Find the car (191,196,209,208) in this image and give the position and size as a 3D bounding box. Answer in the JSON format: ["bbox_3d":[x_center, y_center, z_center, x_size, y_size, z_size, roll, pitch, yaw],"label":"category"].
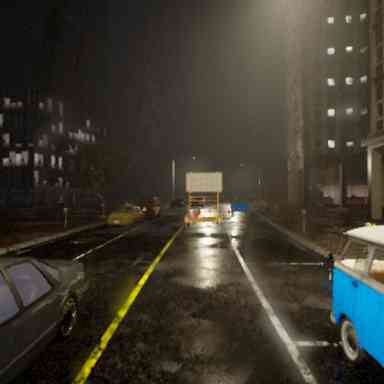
[{"bbox_3d":[0.844,1.450,46.015,1.837,1.490,4.892,0,0,9],"label":"car"}]

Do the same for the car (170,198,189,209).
[{"bbox_3d":[-1.781,1.516,45.459,1.947,1.339,4.313,1,0,9],"label":"car"}]

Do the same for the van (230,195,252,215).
[{"bbox_3d":[4.612,1.294,32.594,1.690,1.788,3.998,1,0,7],"label":"van"}]

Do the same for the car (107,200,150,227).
[{"bbox_3d":[-4.385,1.498,22.592,1.752,1.417,4.829,1,0,4],"label":"car"}]

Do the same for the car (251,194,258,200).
[{"bbox_3d":[14.942,1.446,84.042,1.947,1.339,4.313,1,0,16],"label":"car"}]

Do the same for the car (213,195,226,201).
[{"bbox_3d":[6.618,1.482,84.117,1.947,1.339,4.313,1,0,16],"label":"car"}]

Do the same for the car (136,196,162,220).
[{"bbox_3d":[-3.882,1.282,28.406,2.192,1.841,5.009,1,0,5],"label":"car"}]

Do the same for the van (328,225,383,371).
[{"bbox_3d":[2.754,1.339,3.186,1.690,1.788,3.998,1,0,1],"label":"van"}]

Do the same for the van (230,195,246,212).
[{"bbox_3d":[5.323,1.286,38.414,1.690,1.788,3.998,1,0,8],"label":"van"}]

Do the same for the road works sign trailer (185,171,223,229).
[{"bbox_3d":[0.789,0.436,21.427,2.380,3.560,2.880,0,0,5],"label":"road works sign trailer"}]

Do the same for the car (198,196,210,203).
[{"bbox_3d":[2.447,1.509,67.806,1.802,1.307,4.206,1,0,13],"label":"car"}]

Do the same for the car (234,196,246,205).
[{"bbox_3d":[8.174,1.442,56.056,1.752,1.417,4.829,1,0,11],"label":"car"}]

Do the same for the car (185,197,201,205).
[{"bbox_3d":[0.134,1.504,56.699,1.947,1.339,4.313,1,0,11],"label":"car"}]

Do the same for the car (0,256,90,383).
[{"bbox_3d":[-2.780,1.541,3.740,2.033,1.411,5.357,0,0,1],"label":"car"}]
